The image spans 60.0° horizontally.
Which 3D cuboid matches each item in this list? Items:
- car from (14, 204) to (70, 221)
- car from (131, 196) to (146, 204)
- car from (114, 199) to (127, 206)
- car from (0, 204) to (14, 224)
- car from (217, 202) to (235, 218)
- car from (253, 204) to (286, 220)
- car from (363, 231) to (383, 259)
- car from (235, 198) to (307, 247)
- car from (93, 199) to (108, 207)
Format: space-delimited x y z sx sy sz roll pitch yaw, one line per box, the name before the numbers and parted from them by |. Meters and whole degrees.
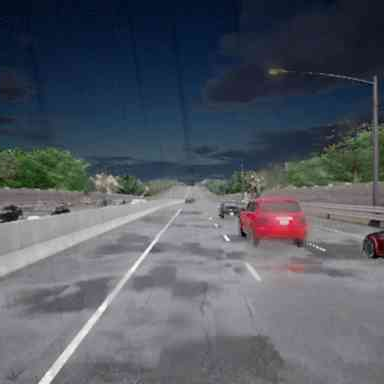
car | -10.597 1.647 24.554 2.128 1.511 4.902 0 -1 0
car | -10.501 1.871 65.572 2.150 2.045 5.566 0 -1 0
car | -14.003 2.167 65.352 1.812 1.442 4.674 0 -1 0
car | -14.097 1.657 24.220 1.837 1.490 4.892 0 -1 0
car | 3.601 1.738 32.455 1.837 1.490 4.892 0 -1 0
car | 7.100 1.819 30.945 1.895 1.301 4.718 0 -1 0
car | 7.094 1.609 10.208 1.994 1.385 4.181 0 0 0
car | 3.600 1.301 15.664 2.150 2.045 5.566 0 0 0
car | -17.507 2.108 63.779 1.837 1.490 4.892 0 -1 0
